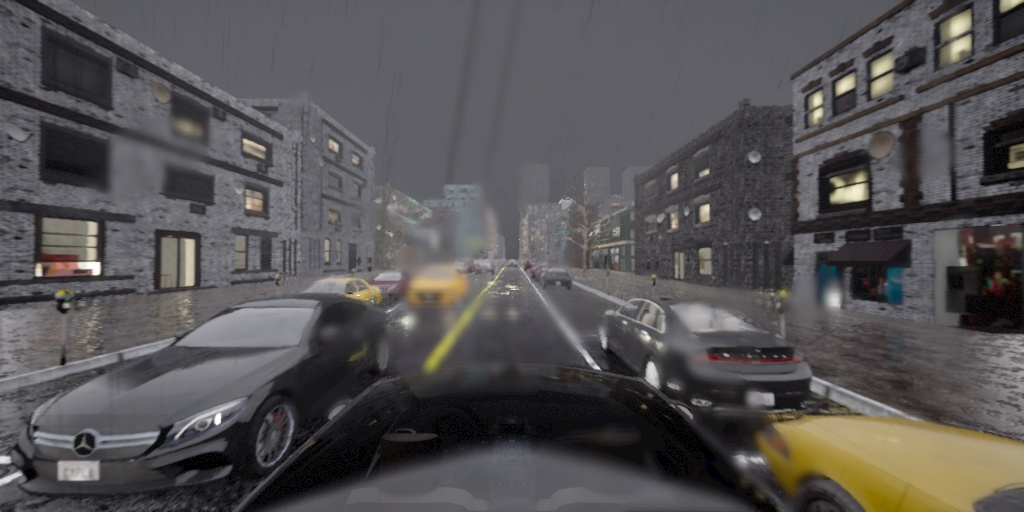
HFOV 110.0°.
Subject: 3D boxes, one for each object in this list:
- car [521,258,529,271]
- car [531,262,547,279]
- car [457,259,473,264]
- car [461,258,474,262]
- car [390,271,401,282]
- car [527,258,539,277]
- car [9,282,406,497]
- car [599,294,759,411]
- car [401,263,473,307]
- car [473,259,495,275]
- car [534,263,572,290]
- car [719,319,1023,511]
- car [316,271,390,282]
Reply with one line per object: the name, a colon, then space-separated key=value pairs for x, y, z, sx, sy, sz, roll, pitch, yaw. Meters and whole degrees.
car: x=2.721 y=1.172 z=50.318 sx=2.192 sy=1.841 sz=5.009 roll=0 pitch=0 yaw=0
car: x=2.706 y=1.389 z=28.186 sx=1.802 sy=1.307 sz=4.207 roll=0 pitch=0 yaw=0
car: x=-5.667 y=1.354 z=39.088 sx=1.751 sy=1.417 sz=4.829 roll=0 pitch=0 yaw=0
car: x=-5.663 y=1.155 z=44.792 sx=2.192 sy=1.841 sz=5.009 roll=0 pitch=0 yaw=0
car: x=-5.681 y=1.362 z=17.126 sx=1.802 sy=1.307 sz=4.207 roll=0 pitch=0 yaw=0
car: x=2.710 y=1.259 z=33.719 sx=1.967 sy=1.591 sz=4.097 roll=0 pitch=0 yaw=0
car: x=-3.086 y=1.281 z=4.884 sx=1.812 sy=1.442 sz=4.674 roll=0 pitch=0 yaw=0
car: x=2.692 y=1.311 z=6.053 sx=2.007 sy=1.370 sz=4.403 roll=0 pitch=0 yaw=0
car: x=-3.080 y=1.256 z=15.876 sx=1.882 sy=1.535 sz=5.008 roll=0 pitch=0 yaw=0
car: x=-2.995 y=1.358 z=40.933 sx=1.812 sy=1.442 sz=4.674 roll=0 pitch=0 yaw=0
car: x=2.703 y=1.346 z=22.652 sx=2.007 sy=1.370 sz=4.403 roll=0 pitch=0 yaw=0
car: x=2.689 y=1.274 z=0.690 sx=1.751 sy=1.417 sz=4.829 roll=0 pitch=0 yaw=0
car: x=-5.684 y=1.294 z=11.423 sx=1.751 sy=1.417 sz=4.829 roll=0 pitch=0 yaw=0
